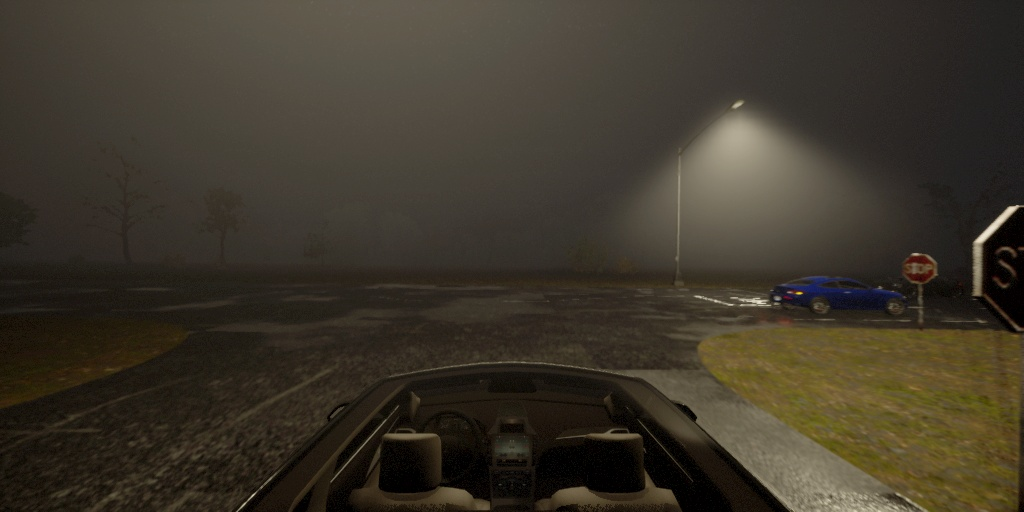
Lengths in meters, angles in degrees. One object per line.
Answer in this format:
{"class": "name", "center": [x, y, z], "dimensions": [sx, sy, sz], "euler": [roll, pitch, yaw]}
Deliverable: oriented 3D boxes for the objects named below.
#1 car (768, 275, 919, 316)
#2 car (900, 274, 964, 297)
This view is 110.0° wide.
{"class": "car", "center": [13.049, 1.559, 14.516], "dimensions": [4.674, 1.442, 1.812], "euler": [1, 0, 1]}
{"class": "car", "center": [23.964, 1.732, 21.392], "dimensions": [4.181, 1.385, 1.994], "euler": [0, 0, 1]}
